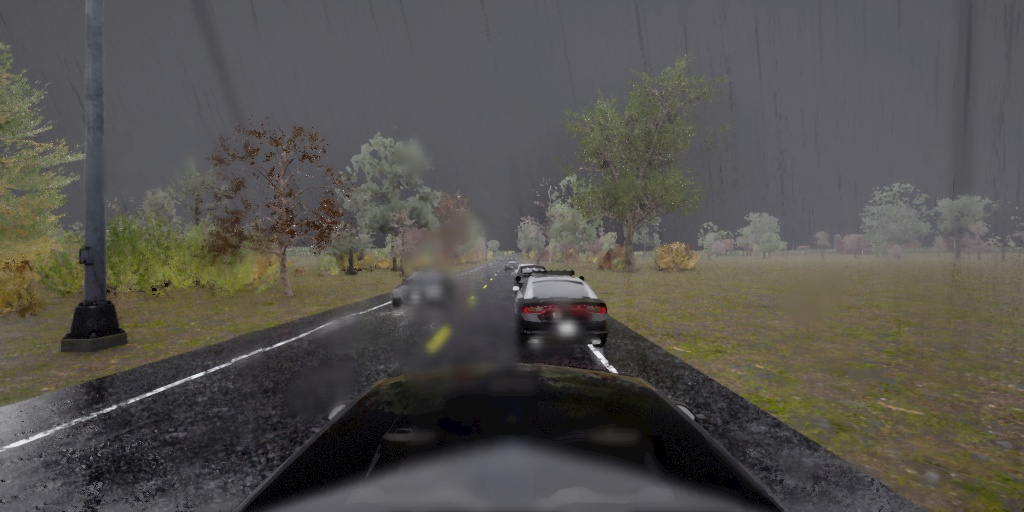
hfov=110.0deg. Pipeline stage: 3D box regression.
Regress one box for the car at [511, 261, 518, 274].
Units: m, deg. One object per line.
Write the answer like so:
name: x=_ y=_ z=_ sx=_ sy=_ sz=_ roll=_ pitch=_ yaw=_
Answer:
car: x=1.058 y=1.265 z=25.307 sx=1.812 sy=1.442 sz=4.674 roll=0 pitch=0 yaw=0

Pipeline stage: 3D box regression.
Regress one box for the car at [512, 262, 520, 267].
car: x=1.056 y=1.248 z=19.306 sx=1.837 sy=1.490 sz=4.892 roll=0 pitch=0 yaw=0

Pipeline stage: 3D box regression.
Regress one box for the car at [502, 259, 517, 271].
car: x=0.051 y=1.238 z=47.420 sx=1.812 sy=1.442 sz=4.674 roll=0 pitch=0 yaw=1

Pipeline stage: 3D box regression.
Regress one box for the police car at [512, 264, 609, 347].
police car: x=1.053 y=1.173 z=9.415 sx=1.930 sy=1.638 sz=5.238 roll=0 pitch=0 yaw=0

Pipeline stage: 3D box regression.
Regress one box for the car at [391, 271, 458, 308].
car: x=-3.495 y=1.309 z=14.978 sx=1.994 sy=1.385 sz=4.181 roll=0 pitch=0 yaw=0
